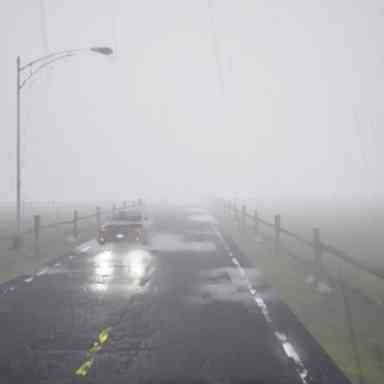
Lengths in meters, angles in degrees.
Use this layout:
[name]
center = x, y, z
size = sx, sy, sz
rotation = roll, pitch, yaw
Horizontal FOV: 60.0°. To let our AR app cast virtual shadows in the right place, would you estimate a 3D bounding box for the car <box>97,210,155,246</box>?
[car]
center = -2.809, 1.527, 14.998
size = 1.994, 1.385, 4.181
rotation = 0, 0, 0
